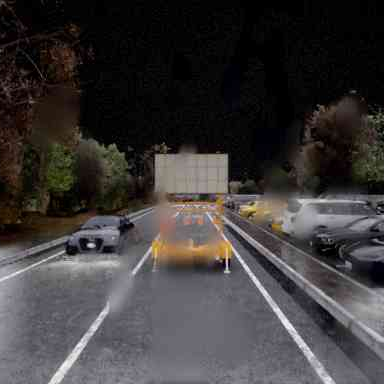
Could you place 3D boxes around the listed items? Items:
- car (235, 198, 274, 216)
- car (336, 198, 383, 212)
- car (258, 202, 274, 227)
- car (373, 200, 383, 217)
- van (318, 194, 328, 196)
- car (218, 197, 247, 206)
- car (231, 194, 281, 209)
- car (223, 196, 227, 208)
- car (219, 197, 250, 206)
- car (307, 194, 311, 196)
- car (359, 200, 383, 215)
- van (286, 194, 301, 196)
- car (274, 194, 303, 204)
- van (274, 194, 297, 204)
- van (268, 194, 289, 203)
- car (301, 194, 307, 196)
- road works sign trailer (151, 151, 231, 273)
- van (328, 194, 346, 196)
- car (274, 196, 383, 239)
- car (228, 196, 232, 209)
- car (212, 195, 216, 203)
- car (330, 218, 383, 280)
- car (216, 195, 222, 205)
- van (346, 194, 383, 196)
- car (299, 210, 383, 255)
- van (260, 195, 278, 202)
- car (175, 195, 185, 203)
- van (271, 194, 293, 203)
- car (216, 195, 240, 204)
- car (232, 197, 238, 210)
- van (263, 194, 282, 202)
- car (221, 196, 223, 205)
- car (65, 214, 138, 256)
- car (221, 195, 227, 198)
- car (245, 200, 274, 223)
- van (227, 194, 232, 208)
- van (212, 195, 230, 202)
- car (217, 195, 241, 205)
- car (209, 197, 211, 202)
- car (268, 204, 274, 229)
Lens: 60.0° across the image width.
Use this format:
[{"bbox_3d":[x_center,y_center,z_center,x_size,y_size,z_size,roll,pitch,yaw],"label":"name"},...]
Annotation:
[{"bbox_3d":[6.768,1.539,28.833,5.366,1.575,1.946,0,0,0],"label":"car"},{"bbox_3d":[20.125,1.554,39.634,5.008,1.535,2.097,0,0,0],"label":"car"},{"bbox_3d":[6.892,1.569,20.383,4.892,1.521,2.231,0,0,0],"label":"car"},{"bbox_3d":[20.083,1.561,31.457,4.792,1.488,2.163,0,0,0],"label":"car"},{"bbox_3d":[20.047,1.358,45.176,4.442,1.987,1.878,0,0,0],"label":"van"},{"bbox_3d":[7.189,1.668,59.237,4.892,1.521,2.231,0,0,0],"label":"car"},{"bbox_3d":[7.050,1.425,37.032,4.553,1.767,2.185,0,0,0],"label":"car"},{"bbox_3d":[7.056,1.622,45.357,4.792,1.488,2.163,0,0,0],"label":"car"},{"bbox_3d":[7.180,1.653,56.461,4.892,1.521,2.231,0,0,0],"label":"car"},{"bbox_3d":[20.157,1.348,47.945,5.566,2.045,2.435,0,0,0],"label":"car"},{"bbox_3d":[20.104,1.563,34.096,4.792,1.488,2.163,0,0,0],"label":"car"},{"bbox_3d":[20.414,1.448,61.920,4.442,1.987,1.878,0,0,0],"label":"van"},{"bbox_3d":[20.335,1.467,70.231,5.566,2.045,2.435,0,0,0],"label":"car"},{"bbox_3d":[20.502,1.507,73.001,4.442,1.987,1.878,0,0,0],"label":"van"},{"bbox_3d":[20.313,1.537,78.550,4.442,1.987,1.878,0,-1,0],"label":"van"},{"bbox_3d":[20.180,1.362,50.715,5.566,2.045,2.435,0,0,0],"label":"car"},{"bbox_3d":[-0.016,0.479,10.707,2.380,3.560,2.880,0,0,0],"label":"road works sign trailer"},{"bbox_3d":[20.258,1.343,42.404,4.442,1.987,1.878,0,0,0],"label":"van"},{"bbox_3d":[6.870,1.335,14.830,5.566,2.045,2.435,0,0,0],"label":"car"},{"bbox_3d":[7.070,1.592,39.804,4.792,1.488,2.163,0,0,0],"label":"car"},{"bbox_3d":[7.032,1.679,62.015,5.366,1.575,1.946,0,0,0],"label":"car"},{"bbox_3d":[6.768,1.635,9.279,4.792,1.488,2.163,0,0,0],"label":"car"},{"bbox_3d":[6.966,1.634,53.687,5.366,1.575,1.946,0,0,0],"label":"car"},{"bbox_3d":[19.989,1.317,36.850,4.442,1.987,1.878,0,0,0],"label":"van"},{"bbox_3d":[6.825,1.596,12.055,5.008,1.535,2.097,0,0,0],"label":"car"},{"bbox_3d":[20.634,1.756,89.477,4.442,1.987,1.878,0,-1,0],"label":"van"},{"bbox_3d":[-2.951,1.589,80.032,2.150,2.045,5.566,0,-1,0],"label":"car"},{"bbox_3d":[20.523,1.521,75.646,4.442,1.987,1.878,0,0,0],"label":"van"},{"bbox_3d":[7.231,1.586,67.566,4.553,1.767,2.185,0,0,0],"label":"car"},{"bbox_3d":[6.990,1.543,34.252,4.892,1.521,2.231,0,0,0],"label":"car"},{"bbox_3d":[20.356,1.637,83.941,4.442,1.987,1.878,0,-1,0],"label":"van"},{"bbox_3d":[7.078,1.637,48.133,4.792,1.488,2.163,0,0,0],"label":"car"},{"bbox_3d":[-3.350,1.582,13.032,1.994,1.385,4.181,0,0,0],"label":"car"},{"bbox_3d":[7.100,1.652,50.909,4.792,1.488,2.163,0,0,0],"label":"car"},{"bbox_3d":[6.722,1.556,23.160,5.366,1.575,1.946,0,0,0],"label":"car"},{"bbox_3d":[7.179,1.352,42.581,4.442,1.987,1.878,0,0,0],"label":"van"},{"bbox_3d":[7.278,1.648,84.207,4.442,1.987,1.878,0,-1,0],"label":"van"},{"bbox_3d":[7.208,1.571,64.790,4.553,1.767,2.185,0,0,0],"label":"car"},{"bbox_3d":[7.379,1.519,78.671,5.566,2.045,2.435,0,0,0],"label":"car"},{"bbox_3d":[7.049,1.574,17.605,5.366,1.575,1.946,0,0,0],"label":"car"}]
